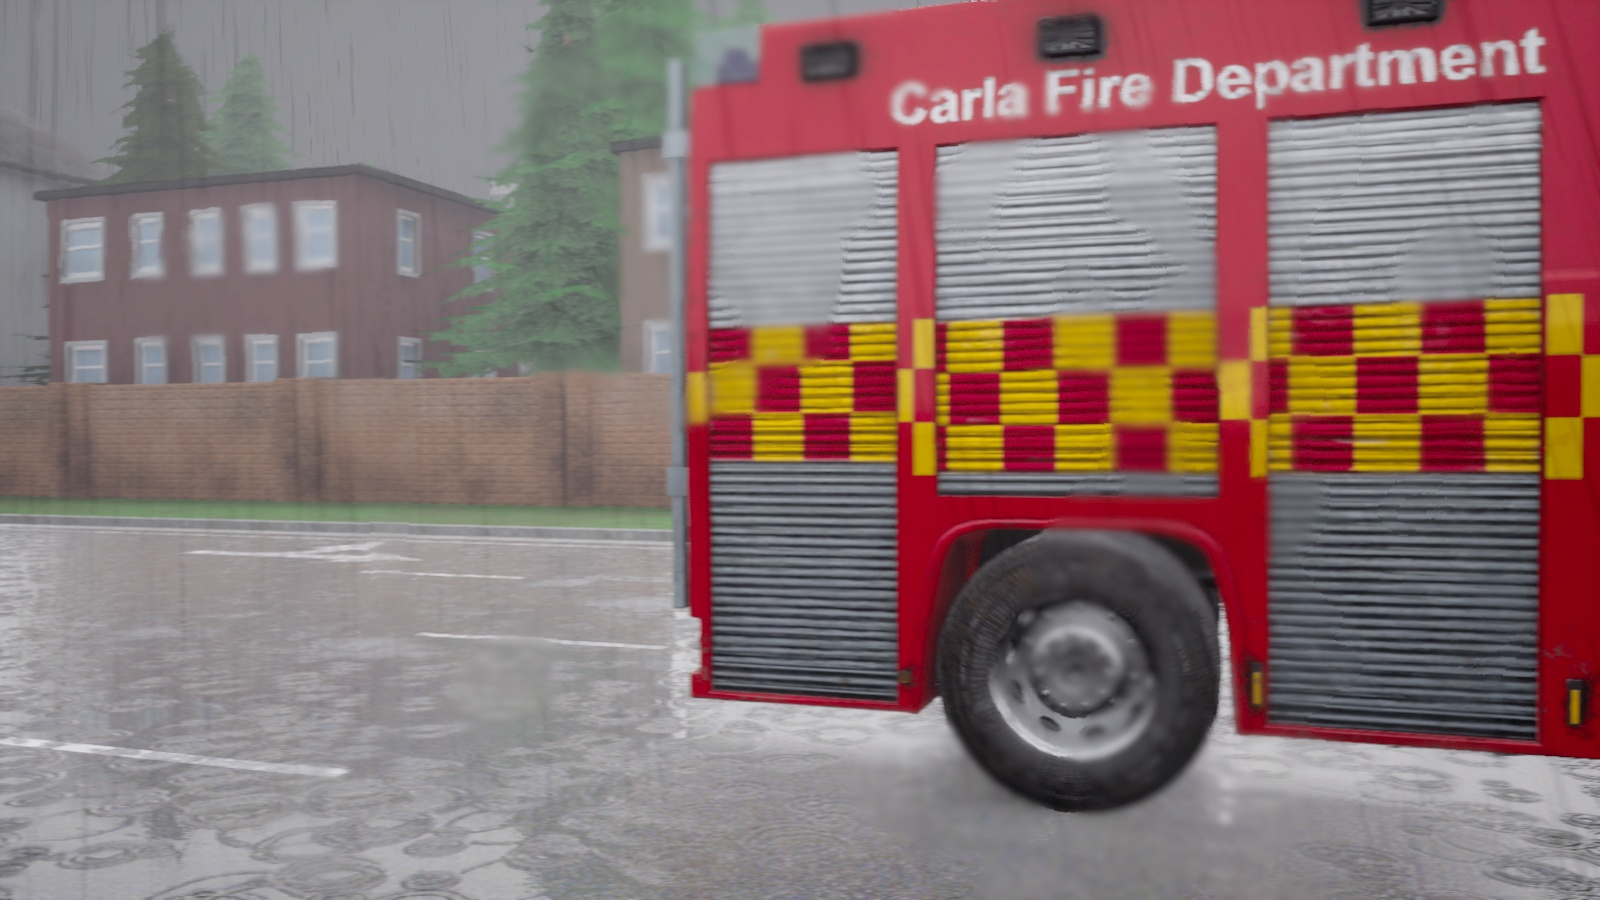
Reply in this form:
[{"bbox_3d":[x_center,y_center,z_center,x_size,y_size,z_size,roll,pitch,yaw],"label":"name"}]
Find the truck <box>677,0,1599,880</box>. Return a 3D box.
[{"bbox_3d":[3.937,-0.412,5.560,8.468,3.827,2.891,0,1,18],"label":"truck"}]
